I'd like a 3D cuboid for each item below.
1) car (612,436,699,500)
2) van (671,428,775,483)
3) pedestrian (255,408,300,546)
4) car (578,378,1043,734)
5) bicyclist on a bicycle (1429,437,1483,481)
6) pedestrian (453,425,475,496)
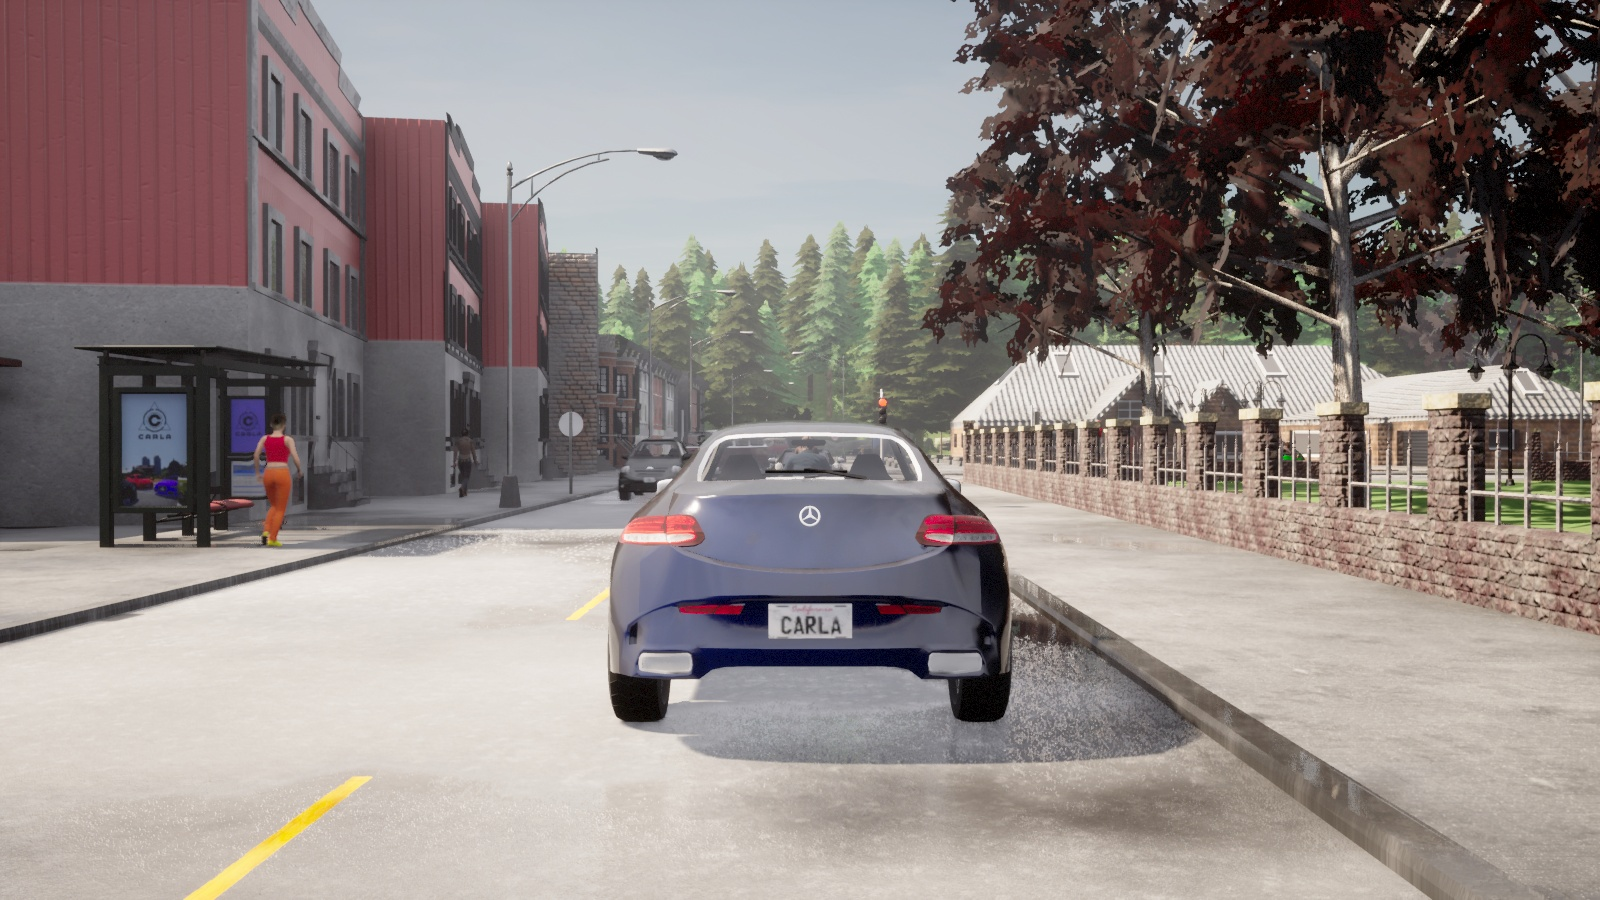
[{"bbox_3d":[-3.819,0.451,33.818,1.851,1.617,3.988,0,0,0],"label":"car"},{"bbox_3d":[-2.931,0.190,49.060,2.069,2.038,4.480,-1,0,27],"label":"van"},{"bbox_3d":[-7.073,0.354,17.010,0.345,1.836,0.594,0,0,2],"label":"pedestrian"},{"bbox_3d":[0.057,0.478,8.336,2.152,1.651,5.027,0,0,0],"label":"car"},{"bbox_3d":[26.748,0.349,51.210,1.843,1.776,0.659,0,0,-1],"label":"bicyclist on a bicycle"},{"bbox_3d":[-8.597,0.268,32.128,0.328,1.805,0.869,0,0,0],"label":"pedestrian"}]
